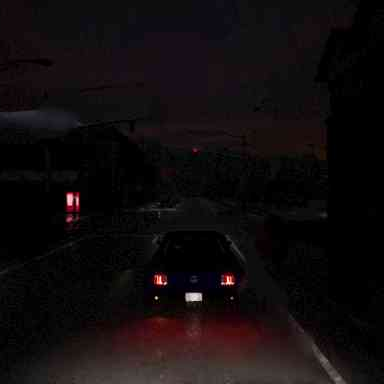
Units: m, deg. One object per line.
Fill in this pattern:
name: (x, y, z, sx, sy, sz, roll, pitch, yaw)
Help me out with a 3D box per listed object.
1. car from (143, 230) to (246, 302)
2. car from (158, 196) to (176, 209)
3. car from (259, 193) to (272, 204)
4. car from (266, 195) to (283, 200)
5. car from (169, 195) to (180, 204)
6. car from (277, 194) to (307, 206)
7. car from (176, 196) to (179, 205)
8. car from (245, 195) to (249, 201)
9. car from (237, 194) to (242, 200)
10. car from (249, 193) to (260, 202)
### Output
car: (0.058, 1.601, 8.203, 1.895, 1.301, 4.718, 0, 0, 1)
car: (-3.591, 1.503, 46.483, 1.837, 1.490, 4.892, 0, 0, 0)
car: (14.168, 1.167, 54.593, 5.027, 1.636, 2.152, 0, 0, 0)
car: (21.312, 1.397, 85.897, 3.806, 1.475, 1.970, 0, 0, 0)
car: (-3.528, 1.476, 66.527, 1.882, 1.535, 5.008, 0, 0, 0)
car: (14.492, 1.246, 48.176, 3.806, 1.475, 1.970, 0, 0, 0)
car: (-3.582, 1.503, 56.100, 1.837, 1.490, 4.892, 0, 0, 0)
car: (13.755, 1.110, 70.293, 4.605, 1.855, 1.932, 0, 0, 0)
car: (13.891, 1.386, 88.877, 3.633, 1.501, 1.845, 0, 0, 0)
car: (14.168, 1.090, 67.388, 3.866, 1.878, 1.905, 0, 0, 0)
